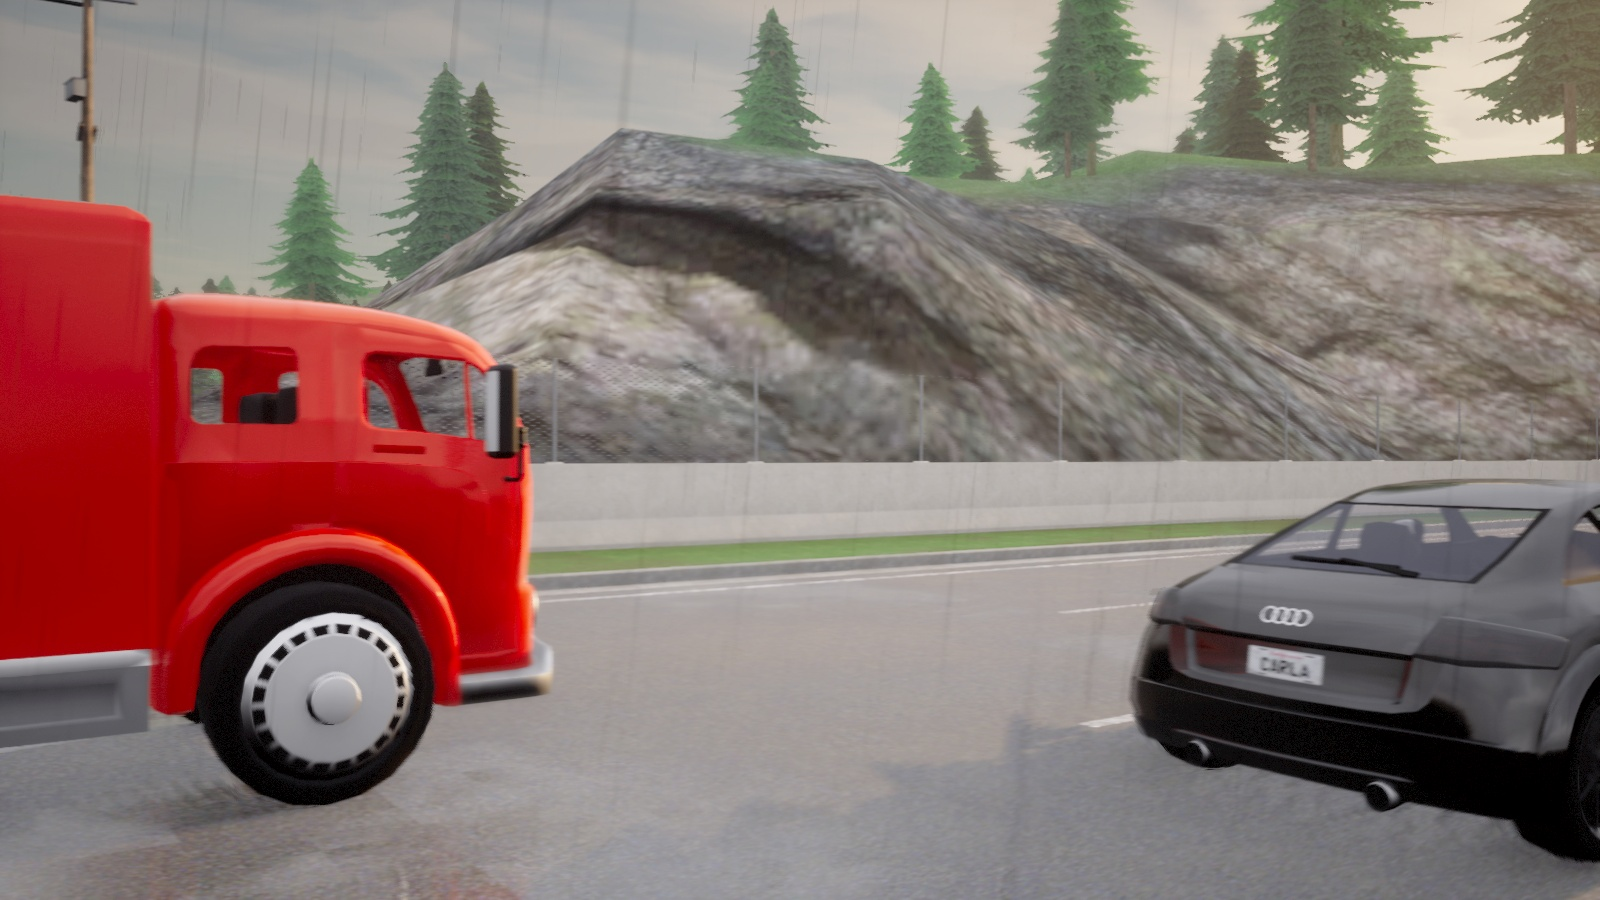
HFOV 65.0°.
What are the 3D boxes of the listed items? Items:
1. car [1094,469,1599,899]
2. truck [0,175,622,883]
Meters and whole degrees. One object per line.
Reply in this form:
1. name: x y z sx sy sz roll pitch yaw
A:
1. car: 3.650 0.816 6.199 4.181 1.385 1.994 0 0 -35
2. truck: -3.703 0.279 5.348 5.204 2.467 2.627 0 0 -35
